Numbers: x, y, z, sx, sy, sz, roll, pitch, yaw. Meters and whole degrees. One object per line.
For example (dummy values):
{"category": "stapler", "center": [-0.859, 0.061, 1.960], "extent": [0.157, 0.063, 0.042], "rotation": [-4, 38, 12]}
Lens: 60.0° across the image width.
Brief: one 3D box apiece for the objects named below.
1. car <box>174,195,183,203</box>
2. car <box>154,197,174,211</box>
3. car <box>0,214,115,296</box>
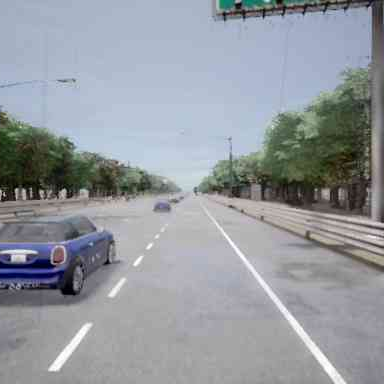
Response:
{"category": "car", "center": [-3.508, 1.636, 69.670], "extent": [1.895, 1.301, 4.718], "rotation": [0, 0, 0]}
{"category": "car", "center": [-3.511, 1.540, 40.418], "extent": [1.812, 1.442, 4.674], "rotation": [0, 0, 0]}
{"category": "car", "center": [-3.504, 1.354, 8.843], "extent": [2.097, 1.767, 4.553], "rotation": [0, 0, 0]}
